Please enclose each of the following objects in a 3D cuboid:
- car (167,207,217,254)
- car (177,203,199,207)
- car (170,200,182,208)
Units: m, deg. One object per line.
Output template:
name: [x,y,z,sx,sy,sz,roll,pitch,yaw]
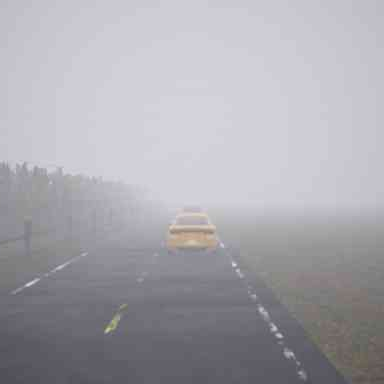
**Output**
car: [0.028,1.634,14.241,1.882,1.535,5.008,0,0,1]
car: [0.020,1.879,28.471,1.994,1.385,4.181,0,-1,0]
car: [-2.823,2.161,59.666,2.128,1.511,4.902,0,-1,0]
